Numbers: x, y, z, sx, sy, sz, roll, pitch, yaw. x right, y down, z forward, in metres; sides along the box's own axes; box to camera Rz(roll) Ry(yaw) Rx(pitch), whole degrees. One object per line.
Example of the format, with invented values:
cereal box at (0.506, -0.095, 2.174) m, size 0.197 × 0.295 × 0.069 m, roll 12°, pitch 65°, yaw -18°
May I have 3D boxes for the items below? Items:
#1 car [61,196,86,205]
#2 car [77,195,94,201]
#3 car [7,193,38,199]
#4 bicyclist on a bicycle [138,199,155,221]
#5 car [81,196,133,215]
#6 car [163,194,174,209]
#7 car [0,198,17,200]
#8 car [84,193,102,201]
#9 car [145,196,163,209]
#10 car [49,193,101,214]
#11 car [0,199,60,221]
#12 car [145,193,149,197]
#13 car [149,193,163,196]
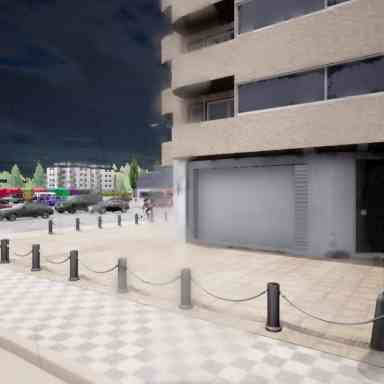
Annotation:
car at (-20.790, 1.451, 58.514) m, size 1.970 × 1.475 × 3.806 m, roll 0°, pitch 0°, yaw 35°
car at (-26.936, 1.451, 84.185) m, size 1.970 × 1.475 × 3.806 m, roll 0°, pitch 0°, yaw 35°
car at (-34.653, 1.209, 68.176) m, size 1.932 × 1.855 × 4.605 m, roll 0°, pitch 0°, yaw 35°
bicyclist on a bicycle at (-3.281, 1.356, 24.068) m, size 1.656 × 1.620 × 0.582 m, roll 0°, pitch 0°, yaw 35°
car at (-8.808, 1.547, 35.325) m, size 2.128 × 1.511 × 4.902 m, roll 0°, pitch 0°, yaw 35°
car at (-1.058, 1.268, 46.371) m, size 2.150 × 2.045 × 5.566 m, roll 0°, pitch 1°, yaw 35°
car at (-17.972, 1.533, 28.334) m, size 1.882 × 1.535 × 5.008 m, roll 0°, pitch 0°, yaw 35°
car at (-24.576, 1.211, 82.508) m, size 1.905 × 1.878 × 3.866 m, roll 0°, pitch 0°, yaw 35°
car at (-4.376, 1.617, 47.732) m, size 1.994 × 1.385 × 4.181 m, roll 0°, pitch 0°, yaw 35°
car at (-12.251, 1.276, 36.511) m, size 2.150 × 2.045 × 5.566 m, roll 0°, pitch 0°, yaw 35°
car at (-13.964, 1.581, 27.923) m, size 1.812 × 1.442 × 4.674 m, roll 0°, pitch 0°, yaw 35°
car at (-8.515, 1.211, 71.232) m, size 1.905 × 1.878 × 3.866 m, roll 0°, pitch 0°, yaw 35°
car at (-6.181, 1.209, 69.520) m, size 1.932 × 1.855 × 4.605 m, roll 0°, pitch 0°, yaw 35°
